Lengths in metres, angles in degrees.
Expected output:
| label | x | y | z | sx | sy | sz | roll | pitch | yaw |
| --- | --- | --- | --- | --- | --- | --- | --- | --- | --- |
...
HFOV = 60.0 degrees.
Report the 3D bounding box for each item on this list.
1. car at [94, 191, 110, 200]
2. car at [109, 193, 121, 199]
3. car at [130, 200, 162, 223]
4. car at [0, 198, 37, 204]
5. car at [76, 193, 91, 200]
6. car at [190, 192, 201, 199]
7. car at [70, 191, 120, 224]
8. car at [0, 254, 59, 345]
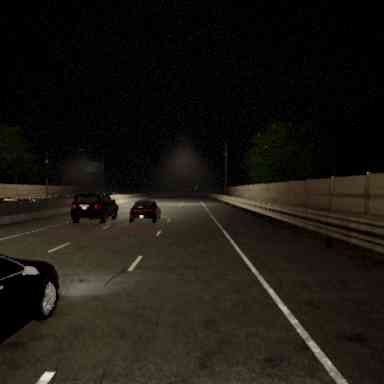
| label | x | y | z | sx | sy | sz | roll | pitch | yaw |
| --- | --- | --- | --- | --- | --- | --- | --- | --- | --- |
| car | -20.985 | 0.821 | 77.494 | 2.150 | 2.045 | 5.566 | 0 | 0 | 0 |
| car | -17.486 | 0.907 | 75.627 | 1.812 | 1.442 | 4.674 | 0 | 0 | 0 |
| car | -3.395 | 1.388 | 24.732 | 1.837 | 1.490 | 4.892 | 0 | 0 | 0 |
| car | -17.588 | 1.381 | 34.920 | 2.033 | 1.411 | 5.357 | 0 | 0 | 0 |
| car | -24.486 | 0.897 | 75.213 | 1.882 | 1.535 | 5.008 | 0 | 0 | 0 |
| car | 1.242 | 0.981 | 86.968 | 2.097 | 1.767 | 4.553 | 0 | 0 | 0 |
| car | -6.896 | 1.109 | 23.983 | 2.150 | 2.045 | 5.566 | 0 | 0 | 0 |
| car | -3.399 | 1.485 | 4.328 | 1.837 | 1.490 | 4.892 | 0 | 0 | 0 |
